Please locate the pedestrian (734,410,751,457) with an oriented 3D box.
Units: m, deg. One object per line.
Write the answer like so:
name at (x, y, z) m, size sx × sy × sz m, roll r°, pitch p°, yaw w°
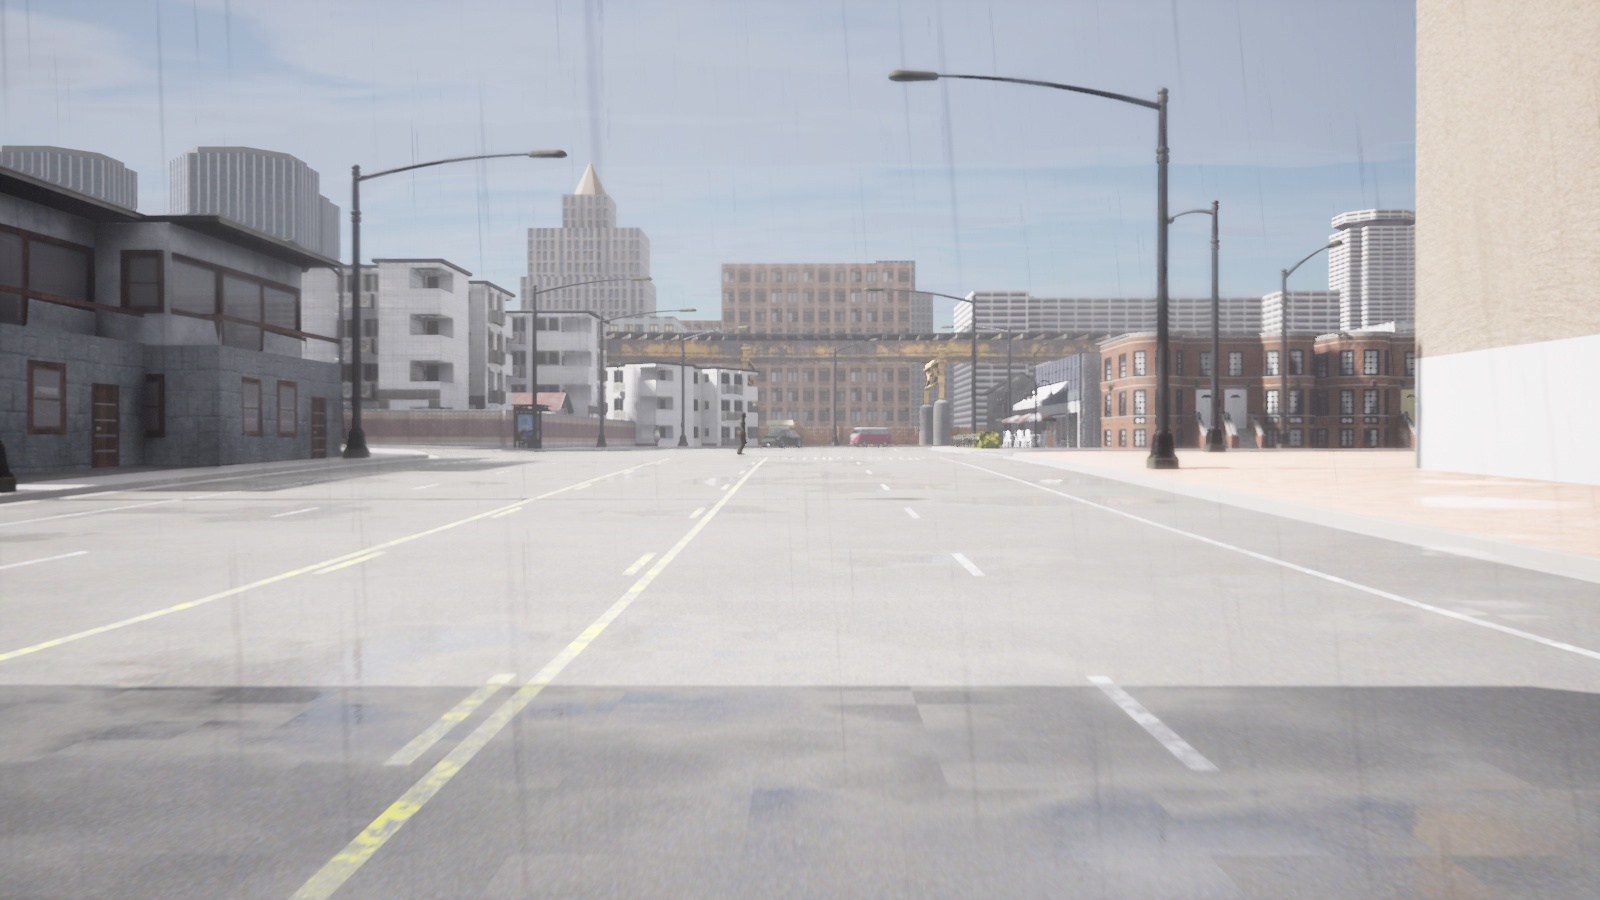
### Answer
pedestrian at (-2.410, -0.694, 52.509) m, size 0.692 × 1.930 × 0.395 m, roll 0°, pitch 0°, yaw -3°
